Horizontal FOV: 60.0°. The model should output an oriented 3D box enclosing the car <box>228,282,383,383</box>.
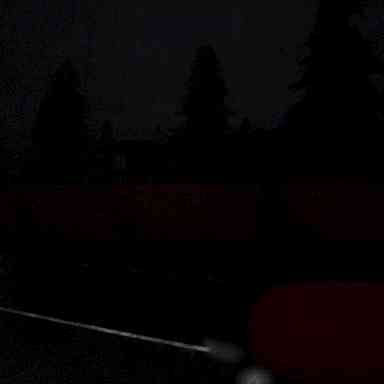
[{"bbox_3d":[2.981,1.221,2.010,5.566,2.045,2.150,0,0,19],"label":"car"}]
